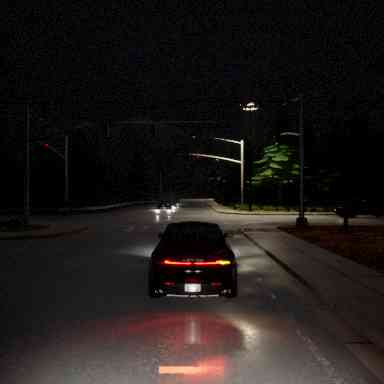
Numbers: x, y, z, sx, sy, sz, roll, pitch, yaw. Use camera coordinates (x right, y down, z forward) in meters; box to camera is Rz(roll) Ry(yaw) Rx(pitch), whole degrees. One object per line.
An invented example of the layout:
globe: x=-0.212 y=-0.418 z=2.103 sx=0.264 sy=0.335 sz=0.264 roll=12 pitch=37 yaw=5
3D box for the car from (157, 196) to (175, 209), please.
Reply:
car: x=-3.685 y=1.505 z=45.144 sx=1.837 sy=1.490 sz=4.892 roll=0 pitch=0 yaw=0

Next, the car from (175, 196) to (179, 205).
car: x=-3.685 y=1.601 z=55.394 sx=1.895 sy=1.301 sz=4.718 roll=0 pitch=0 yaw=0

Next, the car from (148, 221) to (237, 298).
car: x=0.031 y=1.501 z=8.519 sx=1.837 sy=1.490 sz=4.892 roll=0 pitch=0 yaw=0

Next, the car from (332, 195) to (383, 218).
car: x=15.541 y=1.248 z=29.668 sx=5.566 sy=2.045 sz=2.150 roll=0 pitch=0 yaw=1
